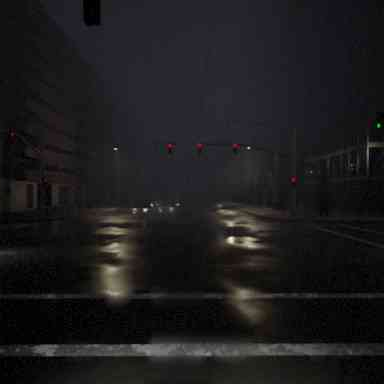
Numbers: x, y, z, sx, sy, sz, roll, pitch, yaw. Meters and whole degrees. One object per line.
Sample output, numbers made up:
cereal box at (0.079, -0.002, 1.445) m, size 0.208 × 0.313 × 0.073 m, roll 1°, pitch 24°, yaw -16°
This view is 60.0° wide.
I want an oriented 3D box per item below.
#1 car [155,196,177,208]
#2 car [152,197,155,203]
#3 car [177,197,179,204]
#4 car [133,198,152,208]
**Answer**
car at (-3.891, 1.399, 50.366) m, size 2.097 × 1.767 × 4.553 m, roll 0°, pitch 0°, yaw 1°
car at (-7.144, 1.627, 66.689) m, size 1.994 × 1.385 × 4.181 m, roll 0°, pitch 0°, yaw 1°
car at (-3.629, 1.554, 67.321) m, size 1.882 × 1.535 × 5.008 m, roll 0°, pitch 0°, yaw 1°
car at (-7.414, 1.570, 48.571) m, size 1.812 × 1.442 × 4.674 m, roll 0°, pitch 0°, yaw 1°
